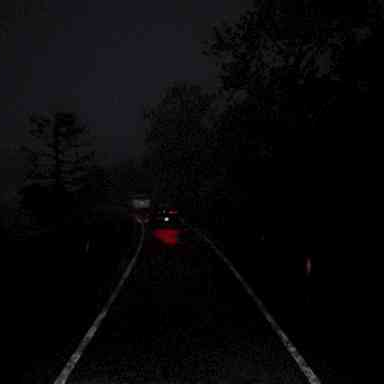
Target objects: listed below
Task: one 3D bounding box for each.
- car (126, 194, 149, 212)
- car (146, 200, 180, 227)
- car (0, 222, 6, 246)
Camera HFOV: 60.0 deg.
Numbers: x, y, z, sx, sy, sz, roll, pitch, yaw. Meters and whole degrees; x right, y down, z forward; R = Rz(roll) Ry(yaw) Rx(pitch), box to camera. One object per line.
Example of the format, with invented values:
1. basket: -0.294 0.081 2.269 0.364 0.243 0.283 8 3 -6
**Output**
1. car: -6.565 1.308 40.334 2.150 2.045 5.566 -1 0 -19
2. car: -2.004 1.514 23.218 1.837 1.490 4.892 0 -1 -10
3. car: -9.518 1.725 13.740 2.231 1.521 4.892 3 -1 -5
